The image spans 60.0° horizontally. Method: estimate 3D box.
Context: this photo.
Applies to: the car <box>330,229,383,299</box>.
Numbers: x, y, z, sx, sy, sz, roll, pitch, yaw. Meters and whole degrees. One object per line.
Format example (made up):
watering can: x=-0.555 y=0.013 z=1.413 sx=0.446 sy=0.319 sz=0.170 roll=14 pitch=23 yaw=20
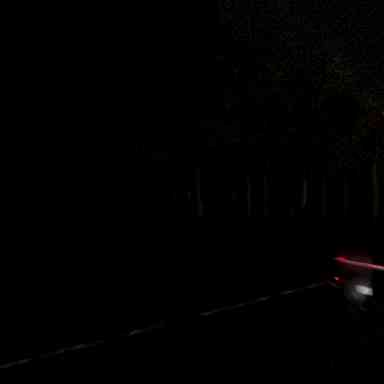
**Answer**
car: x=5.022 y=1.532 z=7.285 sx=4.902 sy=1.511 sz=2.128 roll=0 pitch=0 yaw=-35
